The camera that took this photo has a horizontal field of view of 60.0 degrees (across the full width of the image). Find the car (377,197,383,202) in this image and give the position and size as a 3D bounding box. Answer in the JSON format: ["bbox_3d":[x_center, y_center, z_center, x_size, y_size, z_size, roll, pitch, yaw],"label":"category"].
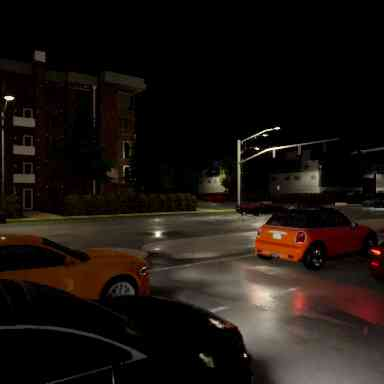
[{"bbox_3d":[27.575,1.564,44.626,4.181,1.385,1.994,0,0,-23],"label":"car"}]

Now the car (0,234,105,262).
[{"bbox_3d":[-3.130,1.478,5.815,5.008,1.535,1.882,0,0,-35],"label":"car"}]

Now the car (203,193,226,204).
[{"bbox_3d":[4.540,1.223,66.633,2.150,2.045,5.566,0,0,-35],"label":"car"}]

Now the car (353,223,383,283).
[{"bbox_3d":[6.275,1.526,8.340,4.674,1.442,1.812,0,0,-34],"label":"car"}]

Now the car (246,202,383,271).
[{"bbox_3d":[4.290,1.352,11.216,4.553,1.767,2.097,0,0,-35],"label":"car"}]

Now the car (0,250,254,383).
[{"bbox_3d":[-1.638,1.506,2.581,4.892,1.490,1.837,0,0,-36],"label":"car"}]

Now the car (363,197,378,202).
[{"bbox_3d":[27.026,1.525,48.660,4.674,1.442,1.812,0,0,-21],"label":"car"}]

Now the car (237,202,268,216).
[{"bbox_3d":[6.527,1.601,31.629,4.718,1.301,1.895,0,0,-36],"label":"car"}]
